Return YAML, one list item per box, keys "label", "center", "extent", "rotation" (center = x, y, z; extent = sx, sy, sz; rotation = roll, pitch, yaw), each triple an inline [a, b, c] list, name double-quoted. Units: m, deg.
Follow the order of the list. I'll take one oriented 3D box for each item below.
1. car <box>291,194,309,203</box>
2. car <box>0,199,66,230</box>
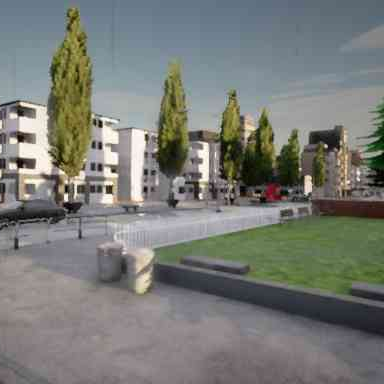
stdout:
- label: "car"
  center: [18.393, 1.108, 56.656]
  extent: [1.837, 1.490, 4.892]
  rotation: [2, 1, 36]
- label: "car"
  center: [-9.170, 1.124, 18.111]
  extent: [1.812, 1.442, 4.674]
  rotation: [1, 1, 32]
